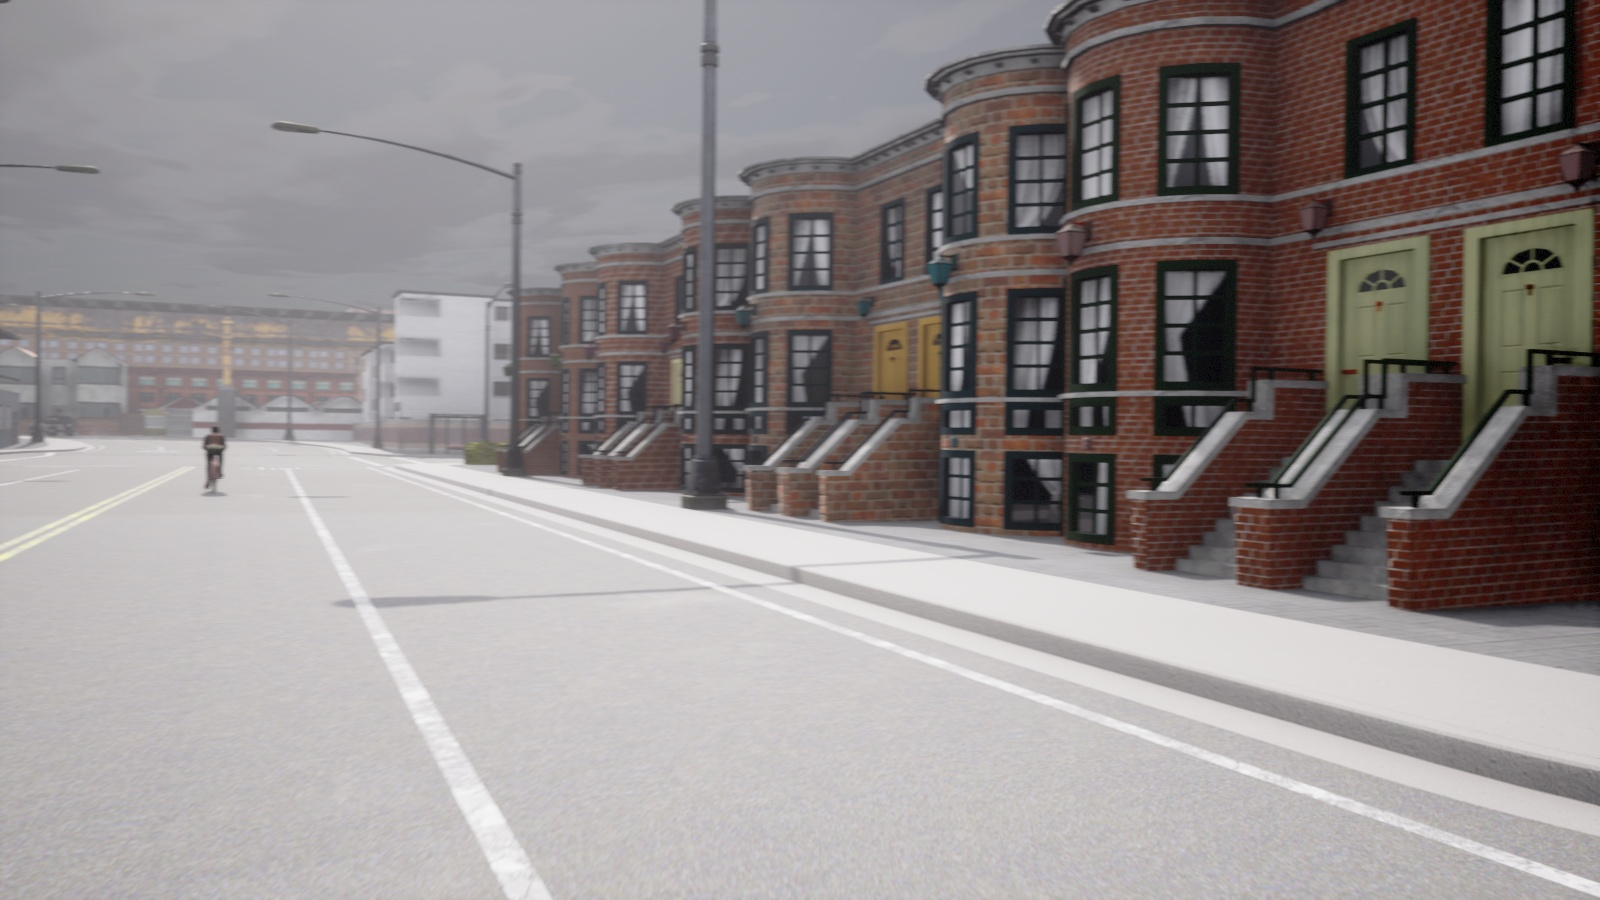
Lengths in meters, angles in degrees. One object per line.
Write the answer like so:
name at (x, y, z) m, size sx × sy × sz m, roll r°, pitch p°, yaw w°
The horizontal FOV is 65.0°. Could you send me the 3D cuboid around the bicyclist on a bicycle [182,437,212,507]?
bicyclist on a bicycle at (-14.438, 0.504, 30.099) m, size 0.582 × 1.620 × 1.656 m, roll -1°, pitch 0°, yaw -24°
